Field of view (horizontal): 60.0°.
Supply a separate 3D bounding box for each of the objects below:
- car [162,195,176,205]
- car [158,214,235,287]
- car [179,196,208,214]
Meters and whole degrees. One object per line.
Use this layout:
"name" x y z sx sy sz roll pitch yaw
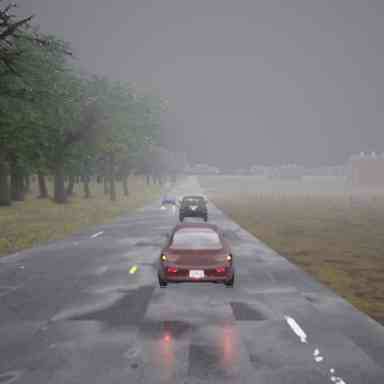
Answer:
"car" -3.508 1.188 50.857 1.882 1.535 5.008 0 1 1
"car" 0.103 1.593 9.423 1.812 1.442 4.674 0 0 0
"car" 0.110 1.294 26.895 2.150 2.045 5.566 0 1 0
